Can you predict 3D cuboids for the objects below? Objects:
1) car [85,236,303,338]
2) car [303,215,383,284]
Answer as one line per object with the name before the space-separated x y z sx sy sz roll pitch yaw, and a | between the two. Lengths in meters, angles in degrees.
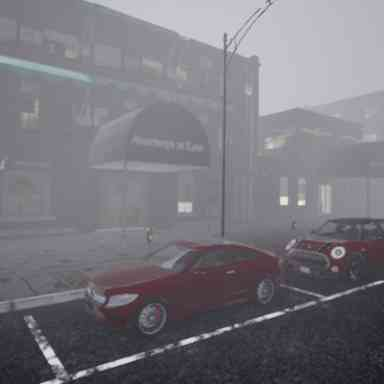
car | 0.066 1.613 6.598 4.206 1.307 1.802 1 0 -35
car | 4.573 1.515 9.810 4.097 1.590 1.967 1 0 -35
